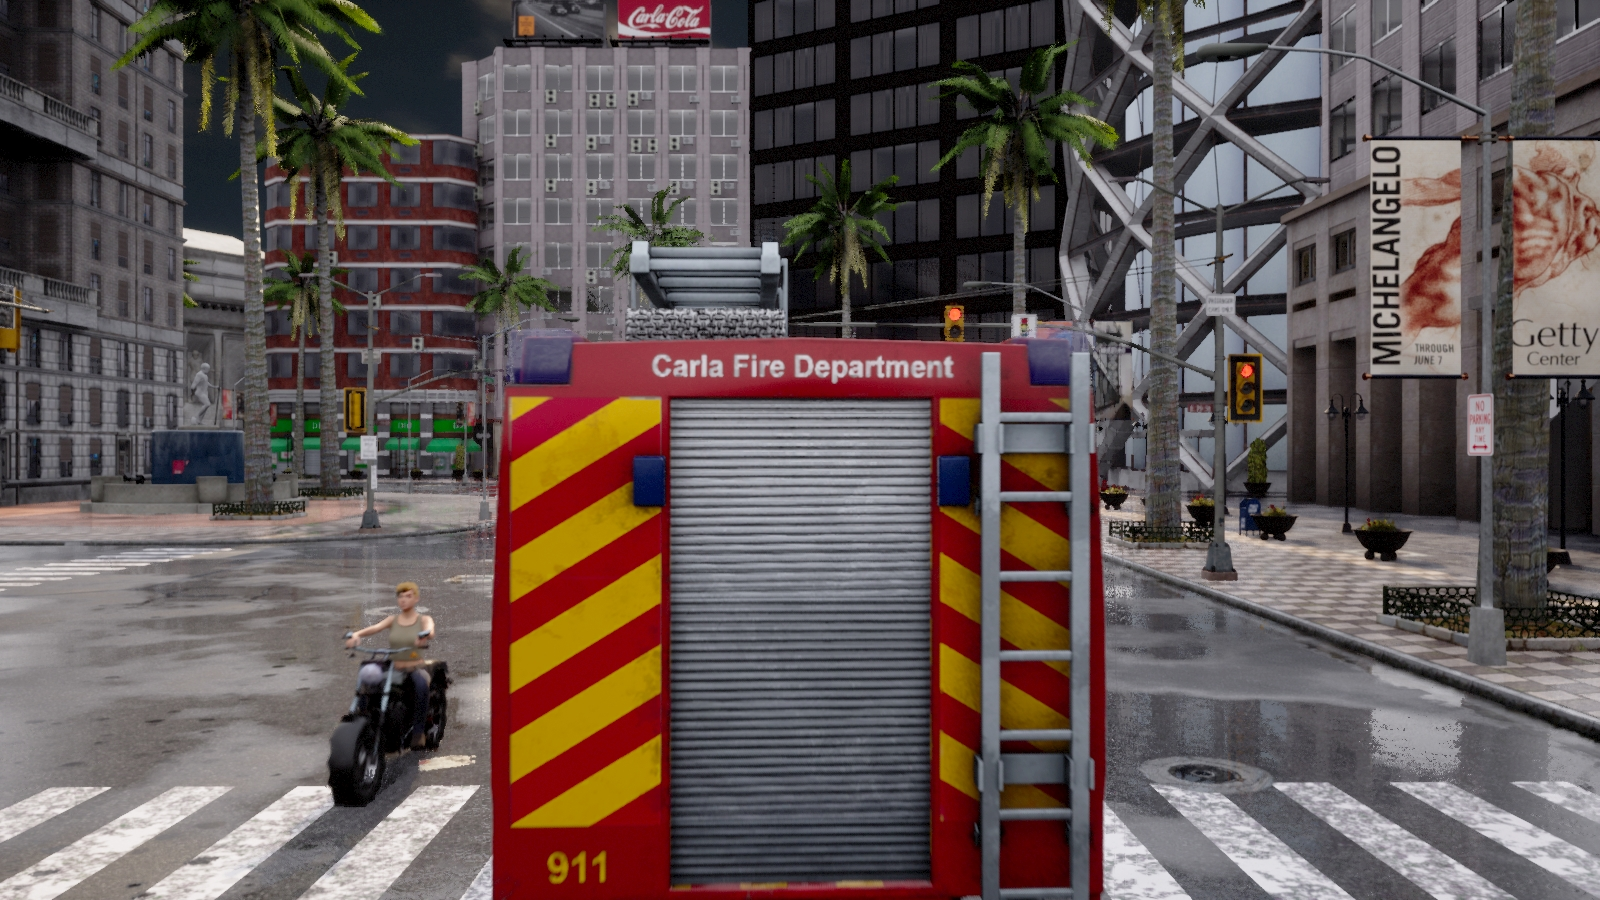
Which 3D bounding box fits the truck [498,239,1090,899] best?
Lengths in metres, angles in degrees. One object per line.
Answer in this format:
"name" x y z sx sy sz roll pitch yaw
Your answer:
"truck" -0.189 0.887 9.816 2.891 3.827 8.468 0 0 -2
